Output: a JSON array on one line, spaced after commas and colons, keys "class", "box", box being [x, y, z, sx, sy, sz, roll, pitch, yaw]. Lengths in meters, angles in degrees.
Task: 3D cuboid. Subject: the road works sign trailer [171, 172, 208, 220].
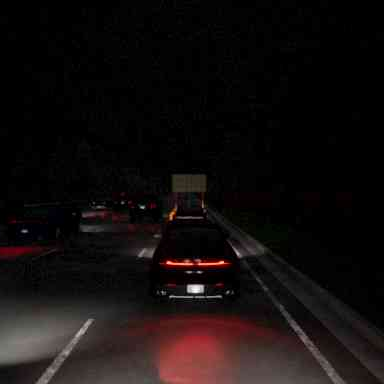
[{"class": "road works sign trailer", "box": [-0.186, 0.463, 22.698, 2.380, 3.560, 2.880, 0, 0, -3]}]

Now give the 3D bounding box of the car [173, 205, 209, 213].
[{"class": "car", "box": [-0.067, 1.487, 18.828, 2.128, 1.511, 4.902, 0, 0, 1]}]

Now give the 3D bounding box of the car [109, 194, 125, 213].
[{"class": "car", "box": [-7.195, 1.218, 37.028, 2.150, 2.045, 5.566, 0, 0, -1]}]

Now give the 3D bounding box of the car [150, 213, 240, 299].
[{"class": "car", "box": [0.047, 1.504, 8.439, 1.837, 1.490, 4.892, 0, 0, 0]}]

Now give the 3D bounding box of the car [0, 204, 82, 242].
[{"class": "car", "box": [-7.016, 1.476, 16.412, 1.882, 1.535, 5.008, 0, 0, 0]}]

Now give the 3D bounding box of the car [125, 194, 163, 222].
[{"class": "car", "box": [-3.607, 1.221, 26.797, 2.150, 2.045, 5.566, 0, 0, -1]}]

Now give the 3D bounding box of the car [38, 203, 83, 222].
[{"class": "car", "box": [-10.612, 1.598, 27.259, 1.895, 1.301, 4.718, 0, 0, -1]}]

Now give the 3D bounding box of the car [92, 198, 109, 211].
[{"class": "car", "box": [-10.732, 1.487, 40.544, 2.128, 1.511, 4.902, 0, 0, 0]}]

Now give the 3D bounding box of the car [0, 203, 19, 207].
[{"class": "car", "box": [-14.115, 1.544, 25.688, 2.033, 1.411, 5.357, 0, 0, 1]}]
